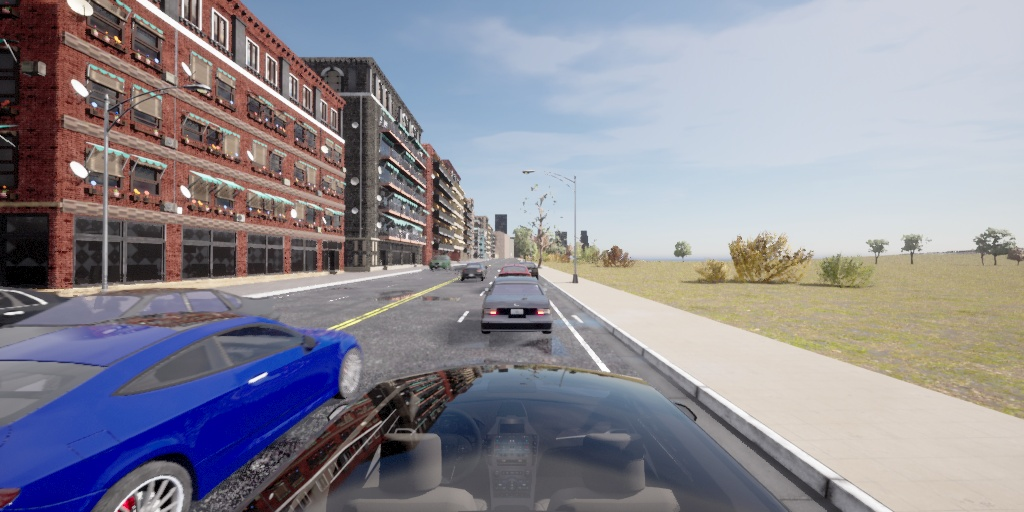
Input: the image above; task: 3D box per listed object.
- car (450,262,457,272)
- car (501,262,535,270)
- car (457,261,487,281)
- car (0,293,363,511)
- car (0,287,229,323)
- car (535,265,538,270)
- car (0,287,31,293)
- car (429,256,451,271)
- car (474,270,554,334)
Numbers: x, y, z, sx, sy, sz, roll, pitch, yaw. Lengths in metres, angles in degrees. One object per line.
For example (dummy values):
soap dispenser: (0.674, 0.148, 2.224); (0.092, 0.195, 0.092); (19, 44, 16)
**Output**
car: (-6.480, 1.354, 47.341); (1.895, 1.301, 4.718); (0, 0, 0)
car: (0.152, 1.231, 21.117); (1.882, 1.535, 5.008); (0, 0, 0)
car: (-3.078, 1.279, 29.712); (1.812, 1.442, 4.674); (0, 0, 0)
car: (-3.150, 1.276, 3.490); (1.812, 1.442, 4.674); (0, 0, 0)
car: (-6.591, 1.298, 6.388); (2.033, 1.411, 5.357); (0, 0, 0)
car: (1.212, 1.232, 30.554); (1.882, 1.535, 5.008); (0, 0, 0)
car: (-9.842, 1.255, 5.543); (1.837, 1.490, 4.892); (0, 0, 0)
car: (-9.724, 0.974, 49.002); (2.150, 2.045, 5.566); (0, 0, 0)
car: (0.122, 1.299, 10.577); (2.033, 1.411, 5.357); (0, 0, 0)
